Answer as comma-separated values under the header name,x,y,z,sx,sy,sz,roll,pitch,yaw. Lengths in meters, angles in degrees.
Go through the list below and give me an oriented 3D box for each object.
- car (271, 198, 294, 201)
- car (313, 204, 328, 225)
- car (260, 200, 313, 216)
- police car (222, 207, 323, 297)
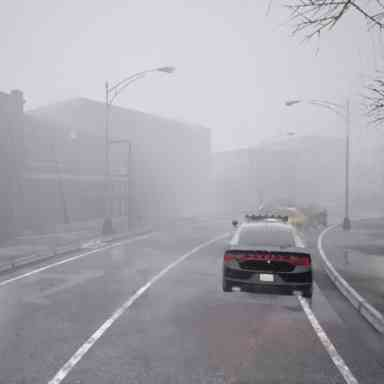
name,x,y,z,sx,sy,sz,roll,pitch,yaw
car,7.590,1.345,28.889,2.097,1.767,4.553,1,1,42
car,7.784,1.535,22.433,1.837,1.490,4.892,1,0,34
car,5.086,1.469,17.736,1.801,1.575,5.366,1,0,26
police car,1.976,1.427,8.856,1.930,1.638,5.238,0,0,12
